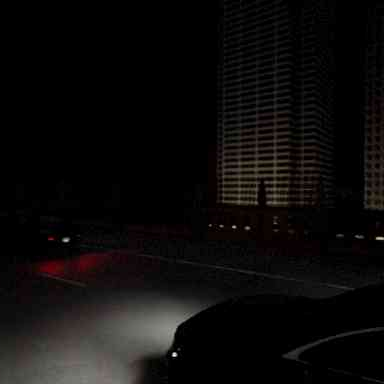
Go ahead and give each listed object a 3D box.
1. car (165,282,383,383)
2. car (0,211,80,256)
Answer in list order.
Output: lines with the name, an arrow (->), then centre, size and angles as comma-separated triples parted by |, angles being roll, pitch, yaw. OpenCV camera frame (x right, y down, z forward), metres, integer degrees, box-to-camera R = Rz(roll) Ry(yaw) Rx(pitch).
car -> 1.982, 1.507, 2.579 | 4.892, 1.490, 1.837 | 1, 0, 35
car -> -6.176, 1.442, 12.699 | 4.674, 1.442, 1.812 | 0, 0, 36
